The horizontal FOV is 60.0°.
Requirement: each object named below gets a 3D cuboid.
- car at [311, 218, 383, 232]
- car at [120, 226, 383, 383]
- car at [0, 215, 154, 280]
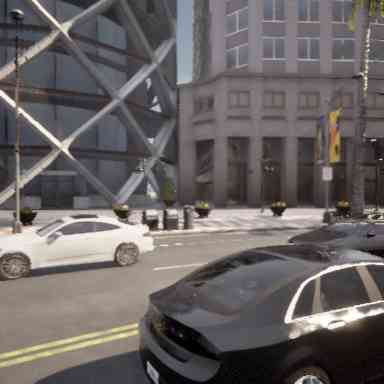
[{"bbox_3d":[4.743,1.457,9.534,4.181,1.385,1.994,0,1,-18],"label":"car"},{"bbox_3d":[1.768,1.457,4.317,4.892,1.490,1.837,-1,1,-28],"label":"car"},{"bbox_3d":[-3.415,1.419,9.617,4.674,1.442,1.812,0,1,-29],"label":"car"}]
